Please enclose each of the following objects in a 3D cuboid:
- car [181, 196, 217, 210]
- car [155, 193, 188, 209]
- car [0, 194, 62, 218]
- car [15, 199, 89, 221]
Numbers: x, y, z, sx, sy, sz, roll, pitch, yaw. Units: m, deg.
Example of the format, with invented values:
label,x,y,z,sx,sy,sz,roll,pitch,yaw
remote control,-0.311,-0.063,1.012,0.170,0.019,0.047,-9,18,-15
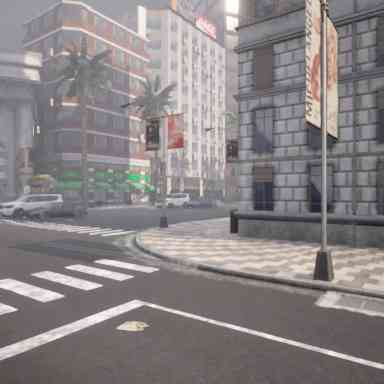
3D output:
label,x,y,z,sx,sy,sz,roll,pitch,yaw
car,1.307,1.547,44.372,2.033,1.411,5.357,0,0,37
car,-2.533,1.222,44.981,2.150,2.045,5.566,0,0,37
car,-14.001,1.222,29.350,2.150,2.045,5.566,0,0,36
car,-11.135,1.547,27.346,2.033,1.411,5.357,0,0,36
